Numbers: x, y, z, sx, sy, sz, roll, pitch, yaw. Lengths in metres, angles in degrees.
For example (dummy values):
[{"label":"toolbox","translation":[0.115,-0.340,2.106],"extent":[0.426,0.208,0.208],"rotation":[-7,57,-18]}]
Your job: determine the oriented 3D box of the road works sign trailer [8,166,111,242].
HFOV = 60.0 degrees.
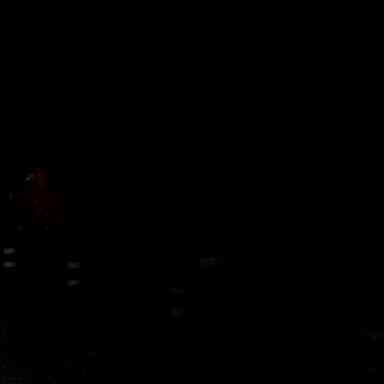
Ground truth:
[{"label":"road works sign trailer","translation":[-4.909,0.813,12.148],"extent":[3.560,2.880,2.380],"rotation":[3,-41,36]}]
